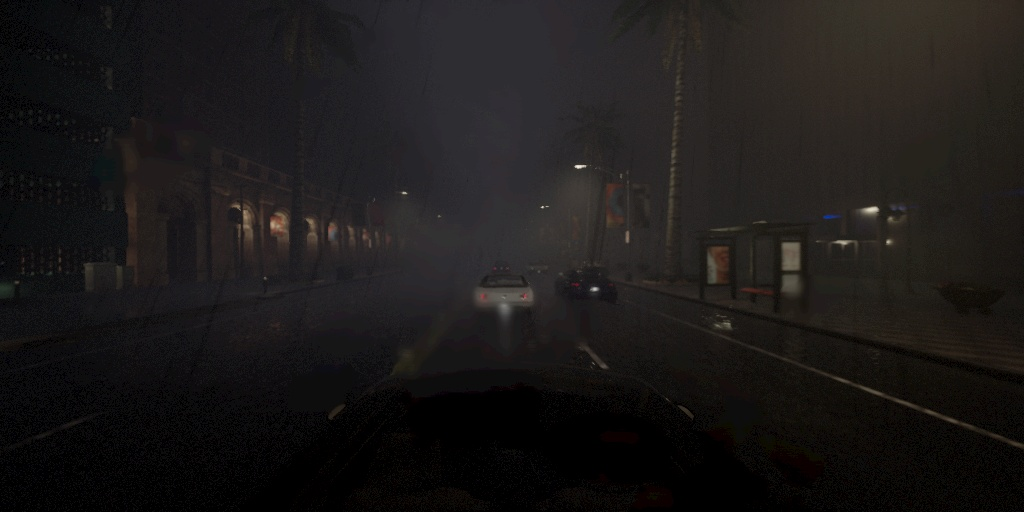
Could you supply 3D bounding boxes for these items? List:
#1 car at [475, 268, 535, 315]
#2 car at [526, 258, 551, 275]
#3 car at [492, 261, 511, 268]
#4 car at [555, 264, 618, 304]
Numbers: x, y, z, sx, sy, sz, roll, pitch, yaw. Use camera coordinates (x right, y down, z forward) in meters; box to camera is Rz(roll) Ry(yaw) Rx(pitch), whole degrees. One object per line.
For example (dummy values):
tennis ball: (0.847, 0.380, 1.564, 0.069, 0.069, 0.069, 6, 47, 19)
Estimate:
car: (-0.285, 1.301, 13.354, 1.895, 1.301, 4.718, 0, 0, -2)
car: (2.445, 1.182, 35.855, 1.895, 1.301, 4.718, 0, 0, -2)
car: (-1.051, 1.153, 35.654, 2.033, 1.411, 5.357, 0, 0, -2)
car: (3.120, 1.231, 15.721, 1.994, 1.385, 4.181, 0, 0, -2)
